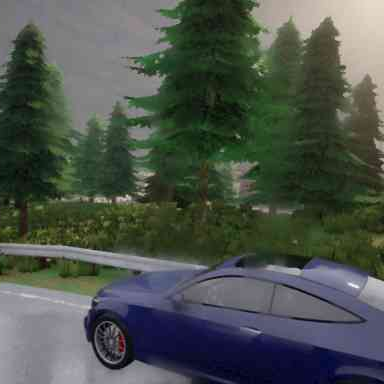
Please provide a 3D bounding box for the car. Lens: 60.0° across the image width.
[{"bbox_3d":[0.768,1.500,4.090,4.674,1.442,1.812,1,1,31],"label":"car"}]
